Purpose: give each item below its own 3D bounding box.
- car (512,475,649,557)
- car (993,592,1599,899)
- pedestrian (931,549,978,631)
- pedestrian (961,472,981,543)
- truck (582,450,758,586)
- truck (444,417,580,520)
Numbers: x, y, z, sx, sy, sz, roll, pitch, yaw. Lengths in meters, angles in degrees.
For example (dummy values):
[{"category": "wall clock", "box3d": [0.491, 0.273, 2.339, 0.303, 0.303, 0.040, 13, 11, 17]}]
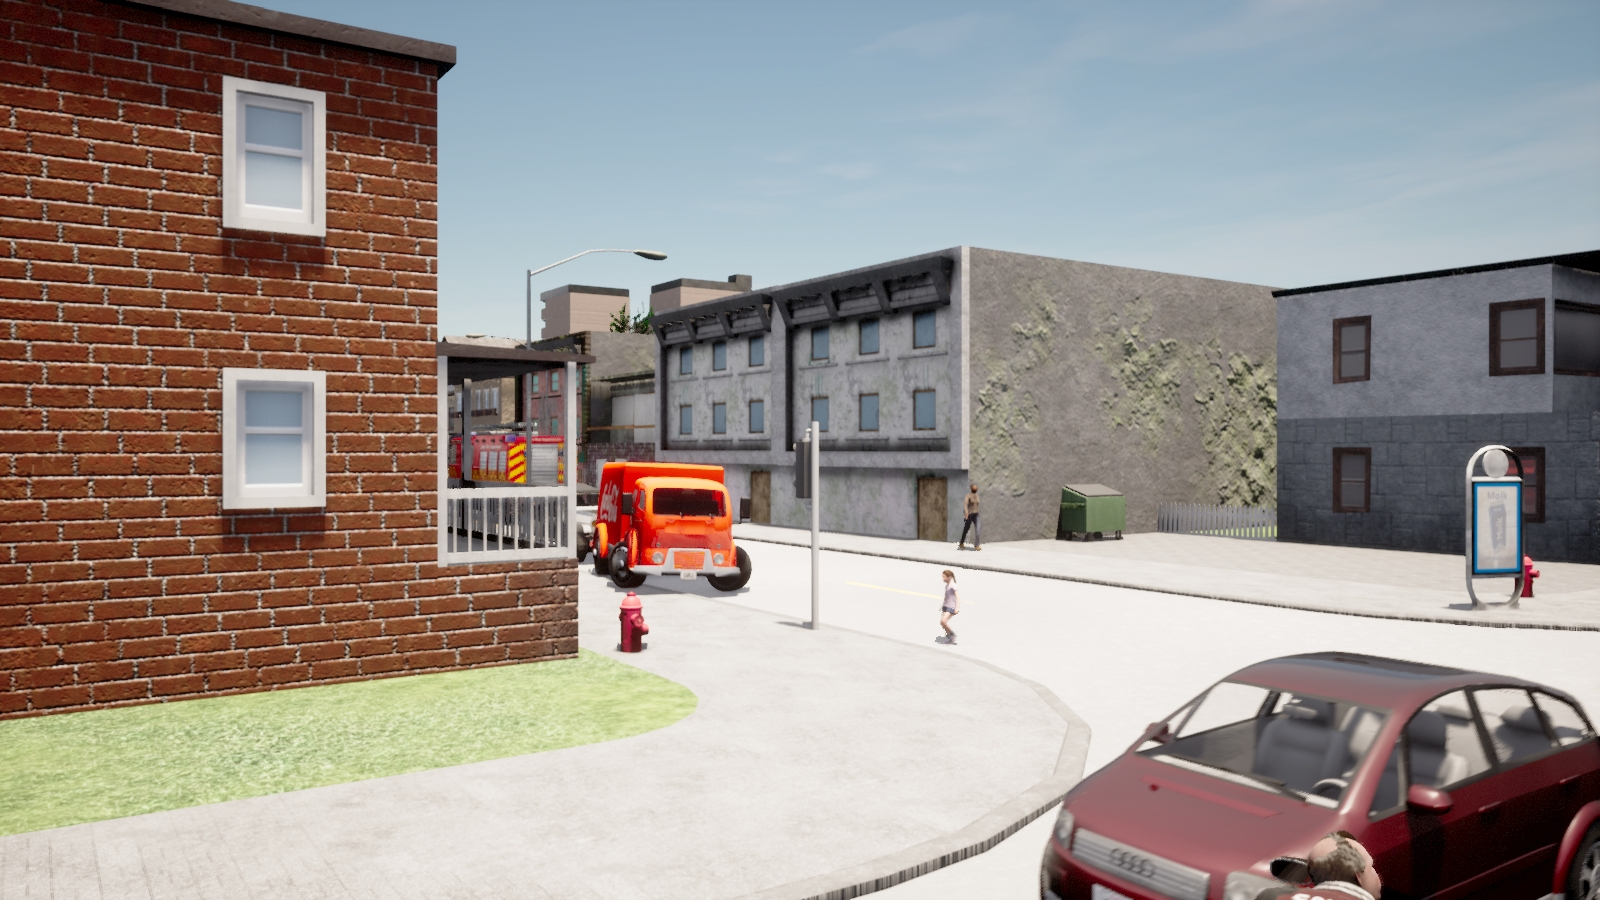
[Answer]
[{"category": "car", "box3d": [-5.749, 1.634, 29.675, 1.905, 1.878, 3.866, 0, 0, -39]}, {"category": "car", "box3d": [3.093, 1.804, 6.535, 3.705, 1.549, 1.789, 0, 0, -34]}, {"category": "pedestrian", "box3d": [2.221, 2.005, 16.480, 0.500, 1.100, 0.500, 0, 0, -20]}, {"category": "pedestrian", "box3d": [4.557, 1.519, 30.458, 0.375, 1.860, 0.375, 0, 0, -28]}, {"category": "truck", "box3d": [-2.868, 1.291, 23.855, 2.627, 2.467, 5.204, 3, -1, -17]}, {"category": "truck", "box3d": [-11.933, 0.667, 46.702, 2.891, 3.827, 8.468, 0, 0, -32]}]
